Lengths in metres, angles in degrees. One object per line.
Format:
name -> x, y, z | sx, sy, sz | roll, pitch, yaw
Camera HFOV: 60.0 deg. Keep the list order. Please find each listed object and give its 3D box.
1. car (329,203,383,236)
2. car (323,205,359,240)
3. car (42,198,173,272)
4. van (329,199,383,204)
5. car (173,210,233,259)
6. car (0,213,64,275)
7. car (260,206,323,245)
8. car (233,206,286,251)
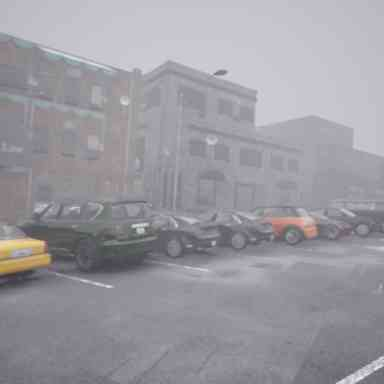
car -> 8.337, 1.638, 19.482 | 5.008, 1.535, 2.097 | -1, -2, 35
car -> 5.972, 1.626, 17.772 | 4.792, 1.488, 2.163 | -1, -2, 35
car -> -3.659, 1.236, 11.016 | 5.566, 2.045, 2.435 | -1, -1, 35
van -> 10.645, 1.462, 21.236 | 4.442, 1.987, 1.878 | -1, -1, 35
car -> -1.238, 1.504, 12.693 | 4.892, 1.521, 2.231 | -1, -1, 35
car -> -6.172, 1.471, 9.405 | 5.366, 1.575, 1.946 | -1, -1, 35
car -> 3.572, 1.433, 16.072 | 4.553, 1.767, 2.185 | -1, -1, 35
car -> 1.159, 1.530, 14.393 | 4.892, 1.521, 2.231 | -1, -1, 35
